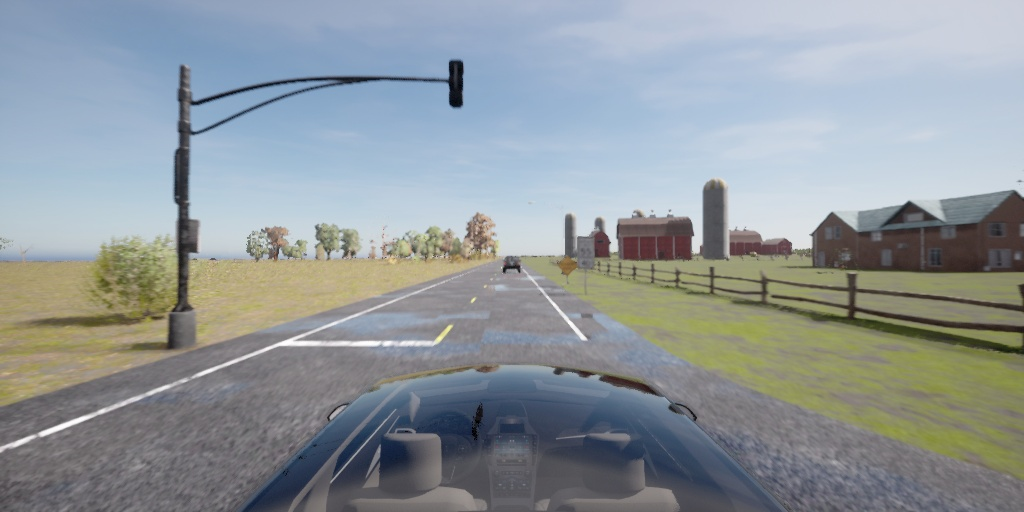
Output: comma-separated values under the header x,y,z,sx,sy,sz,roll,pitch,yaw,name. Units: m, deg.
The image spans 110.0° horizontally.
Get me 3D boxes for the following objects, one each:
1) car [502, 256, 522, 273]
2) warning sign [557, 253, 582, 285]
x,y,z,sx,sy,sz,roll,pitch,yaw,name
-0.016,0.996,43.418,2.150,2.045,5.566,0,0,0,car
3.542,0.892,22.850,1.300,1.860,1.060,0,0,0,warning sign
